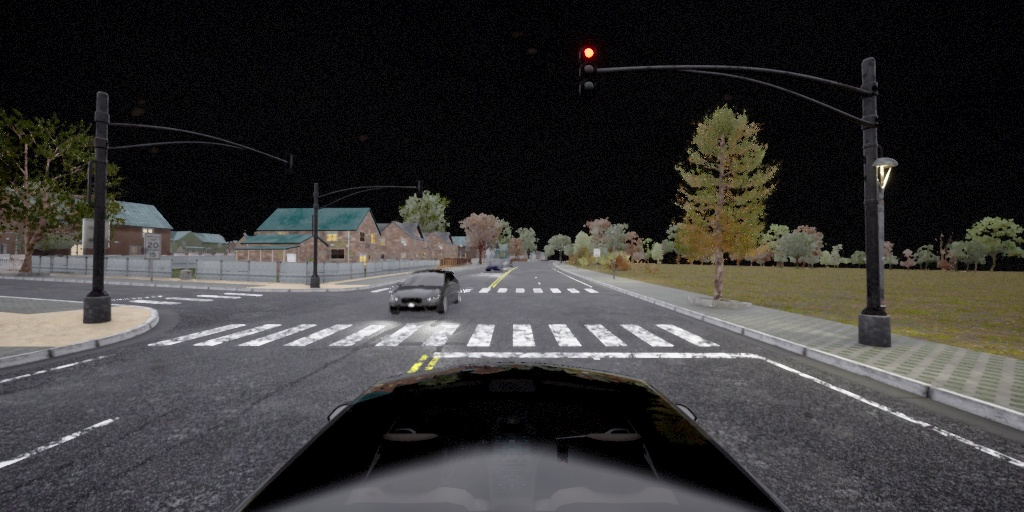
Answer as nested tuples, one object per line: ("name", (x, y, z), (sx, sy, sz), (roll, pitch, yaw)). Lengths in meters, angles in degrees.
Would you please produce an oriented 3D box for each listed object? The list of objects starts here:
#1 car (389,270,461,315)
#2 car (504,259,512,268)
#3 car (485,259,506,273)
("car", (-3.137, 1.301, 13.726), (1.837, 1.490, 4.892), (0, 0, 1))
("car", (-0.961, 1.321, 64.296), (2.128, 1.511, 4.902), (0, 0, 4))
("car", (-2.172, 1.405, 44.095), (1.895, 1.301, 4.718), (0, 0, 3))
